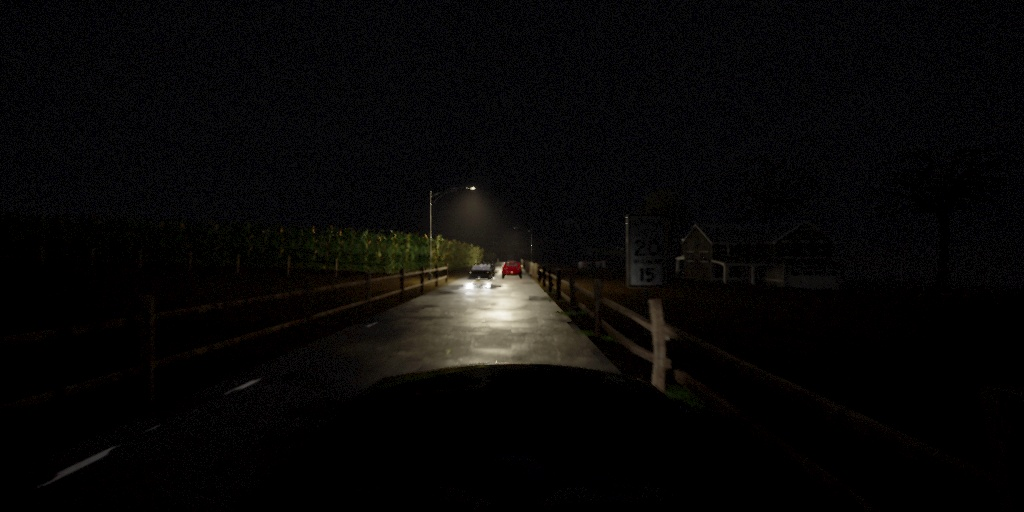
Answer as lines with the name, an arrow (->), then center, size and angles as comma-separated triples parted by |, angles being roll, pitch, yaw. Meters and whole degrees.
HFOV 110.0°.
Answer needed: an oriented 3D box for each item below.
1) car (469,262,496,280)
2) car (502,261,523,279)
car -> -2.752, 1.468, 32.153 | 1.895, 1.301, 4.718 | 0, 0, 0
car -> 0.008, 1.295, 34.308 | 1.882, 1.535, 5.008 | 0, 0, 0
